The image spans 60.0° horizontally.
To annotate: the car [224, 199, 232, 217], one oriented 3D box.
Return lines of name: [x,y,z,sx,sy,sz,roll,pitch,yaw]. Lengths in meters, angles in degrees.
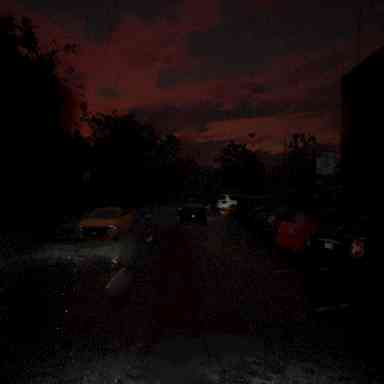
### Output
car: [5.358,1.541,26.850,4.674,1.452,2.002,1,0,-20]

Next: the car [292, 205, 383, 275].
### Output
car: [5.321,1.359,8.826,4.553,1.767,2.185,1,0,-20]

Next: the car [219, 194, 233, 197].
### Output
car: [5.352,1.260,35.885,5.566,2.045,2.435,1,0,-20]

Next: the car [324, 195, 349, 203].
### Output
car: [29.950,1.443,69.219,2.185,1.767,4.553,1,-1,-22]

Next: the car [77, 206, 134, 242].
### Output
car: [-4.141,1.482,16.553,1.882,1.535,5.008,0,0,0]

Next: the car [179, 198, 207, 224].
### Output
car: [0.077,1.491,25.014,1.882,1.535,5.008,0,0,0]

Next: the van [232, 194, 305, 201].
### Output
van: [5.468,1.273,23.893,4.442,1.987,1.878,1,0,-20]

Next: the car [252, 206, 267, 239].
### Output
car: [5.359,1.529,14.836,4.674,1.452,2.002,1,0,-20]

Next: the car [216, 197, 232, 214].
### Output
car: [5.171,1.499,29.791,5.366,1.575,1.946,1,0,-20]

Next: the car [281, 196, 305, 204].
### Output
car: [20.871,1.592,68.959,2.163,1.488,4.792,0,-1,-21]

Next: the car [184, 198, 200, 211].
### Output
car: [-0.028,1.537,42.410,1.837,1.490,4.892,0,0,-1]

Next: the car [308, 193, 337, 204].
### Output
car: [26.954,1.315,69.086,2.435,2.045,5.566,1,-1,-22]

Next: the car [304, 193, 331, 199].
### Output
car: [18.296,1.287,51.895,2.435,2.045,5.566,0,1,-21]

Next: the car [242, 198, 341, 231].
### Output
car: [5.393,1.366,17.845,4.553,1.767,2.185,1,0,-20]

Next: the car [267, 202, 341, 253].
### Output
car: [5.324,1.360,11.828,4.553,1.767,2.185,1,0,-20]

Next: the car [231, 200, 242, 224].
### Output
car: [5.351,1.494,20.848,5.008,1.535,2.097,1,0,-20]

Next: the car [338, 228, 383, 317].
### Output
car: [5.323,1.514,5.812,4.792,1.488,2.163,1,0,-20]

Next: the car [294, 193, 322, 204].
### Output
car: [23.894,1.313,69.045,2.435,2.045,5.566,0,-1,-21]

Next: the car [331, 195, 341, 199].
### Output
car: [21.211,1.569,52.014,2.163,1.488,4.792,-1,1,-22]
